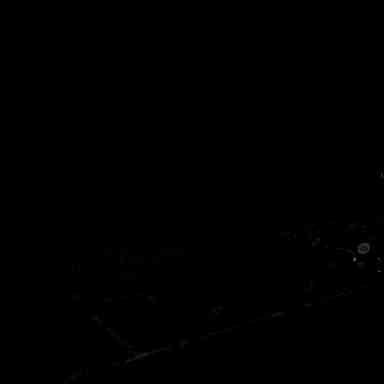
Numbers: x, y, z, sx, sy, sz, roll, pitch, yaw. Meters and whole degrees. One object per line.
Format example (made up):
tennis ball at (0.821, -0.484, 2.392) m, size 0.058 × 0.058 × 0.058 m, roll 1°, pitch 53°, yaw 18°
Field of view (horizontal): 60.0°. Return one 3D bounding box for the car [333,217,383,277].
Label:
car at (5.550, 1.532, 10.474) m, size 4.097 × 1.590 × 1.967 m, roll 1°, pitch 0°, yaw -35°

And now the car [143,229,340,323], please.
car at (1.047, 1.609, 7.271) m, size 4.313 × 1.339 × 1.947 m, roll 1°, pitch 0°, yaw -35°

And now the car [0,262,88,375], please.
car at (-3.455, 1.577, 4.069) m, size 4.206 × 1.307 × 1.802 m, roll 1°, pitch 0°, yaw -35°
